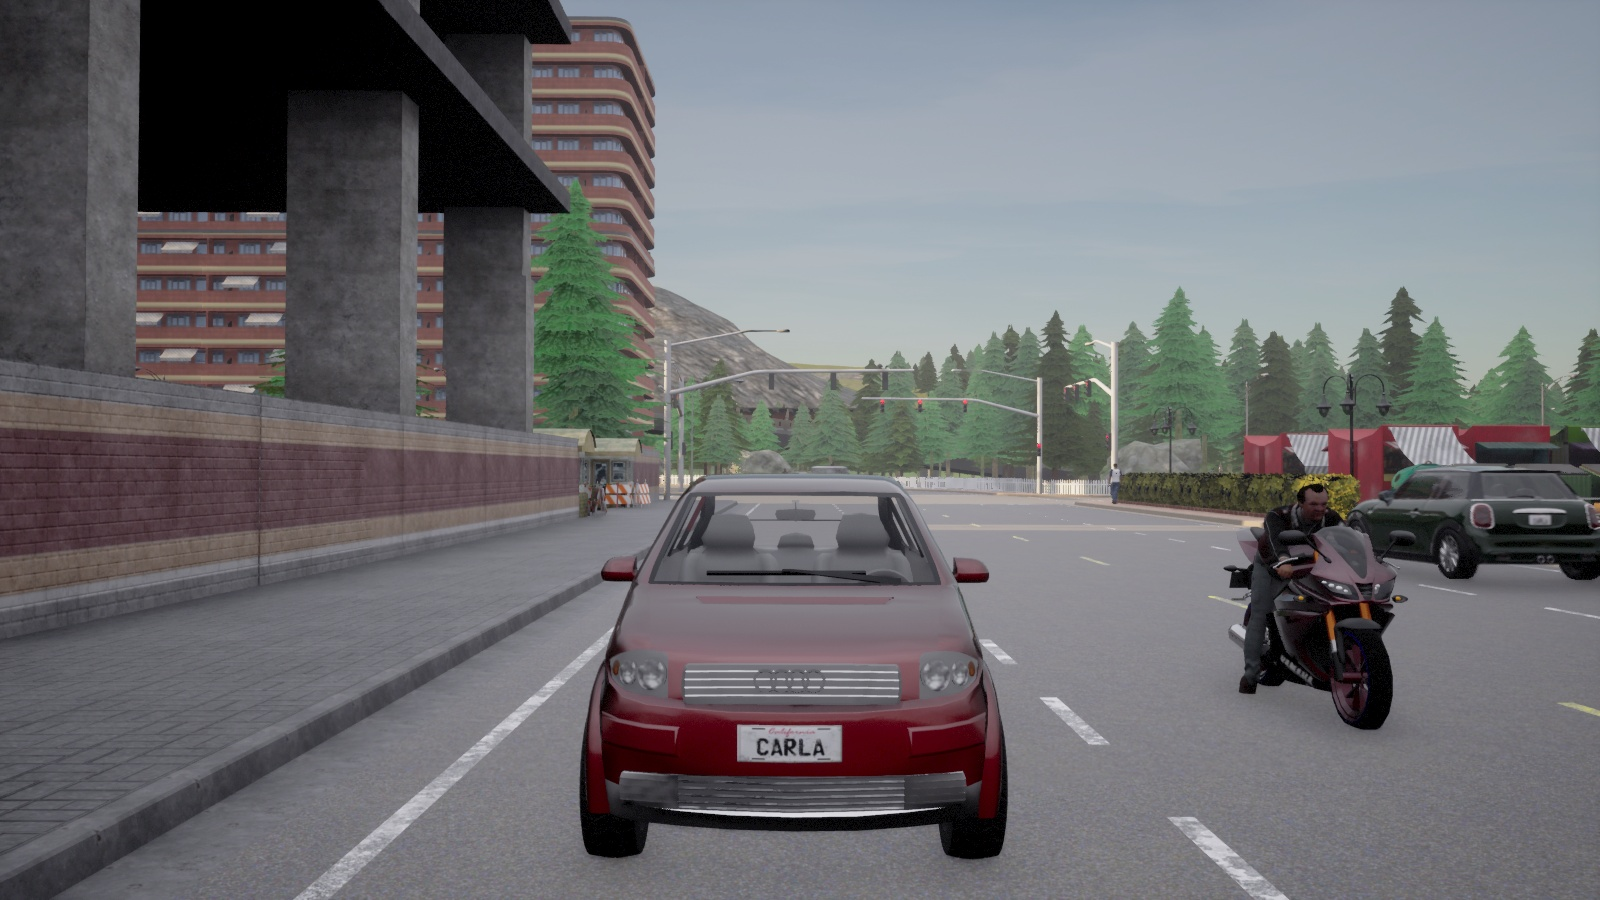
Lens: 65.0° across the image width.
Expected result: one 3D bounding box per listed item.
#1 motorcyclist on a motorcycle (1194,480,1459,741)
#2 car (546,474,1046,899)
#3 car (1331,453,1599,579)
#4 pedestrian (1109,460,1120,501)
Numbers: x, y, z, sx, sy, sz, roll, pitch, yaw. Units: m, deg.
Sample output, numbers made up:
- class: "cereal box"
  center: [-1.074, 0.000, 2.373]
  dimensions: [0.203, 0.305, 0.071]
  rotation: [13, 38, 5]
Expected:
- class: "motorcyclist on a motorcycle"
  center: [3.476, 0.979, 8.565]
  dimensions: [0.866, 1.530, 2.191]
  rotation: [0, -1, 0]
- class: "car"
  center: [-0.016, 0.900, 6.363]
  dimensions: [1.789, 1.549, 3.705]
  rotation: [0, -1, 0]
- class: "car"
  center: [10.444, 0.965, 19.912]
  dimensions: [2.097, 1.767, 4.553]
  rotation: [0, -1, 0]
- class: "pedestrian"
  center: [13.883, 1.341, 55.412]
  dimensions: [0.354, 1.836, 0.706]
  rotation: [0, -1, 3]
